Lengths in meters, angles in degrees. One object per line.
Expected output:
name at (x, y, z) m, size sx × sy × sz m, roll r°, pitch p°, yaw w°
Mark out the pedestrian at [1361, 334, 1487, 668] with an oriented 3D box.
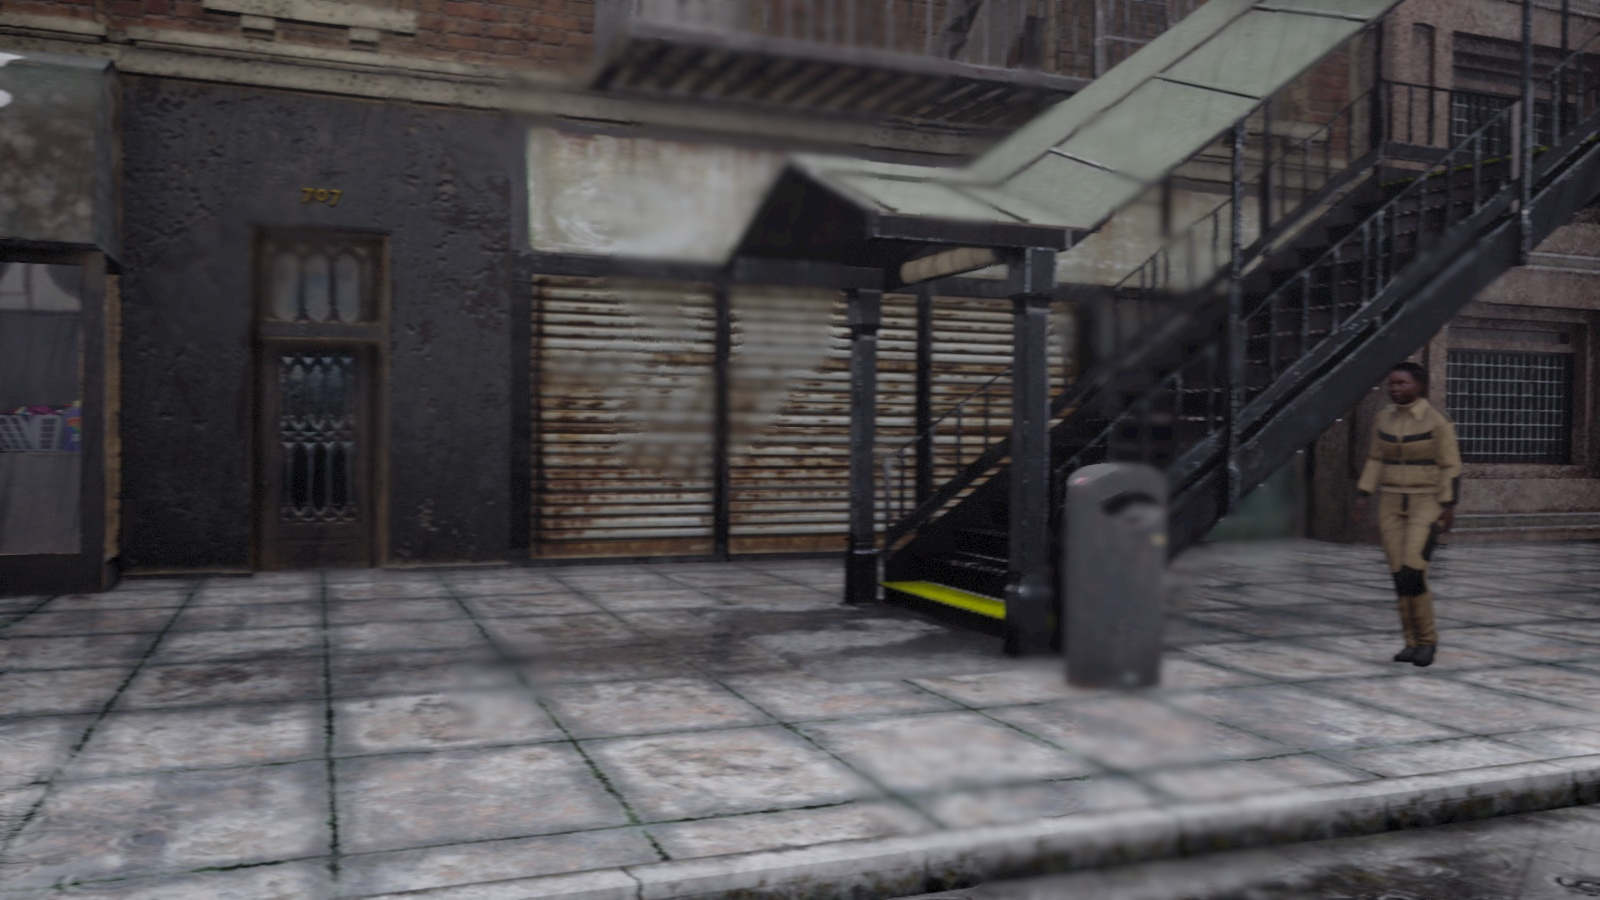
pedestrian at (3.783, 0.290, 7.608) m, size 0.692 × 1.930 × 0.396 m, roll -1°, pitch 1°, yaw -35°
